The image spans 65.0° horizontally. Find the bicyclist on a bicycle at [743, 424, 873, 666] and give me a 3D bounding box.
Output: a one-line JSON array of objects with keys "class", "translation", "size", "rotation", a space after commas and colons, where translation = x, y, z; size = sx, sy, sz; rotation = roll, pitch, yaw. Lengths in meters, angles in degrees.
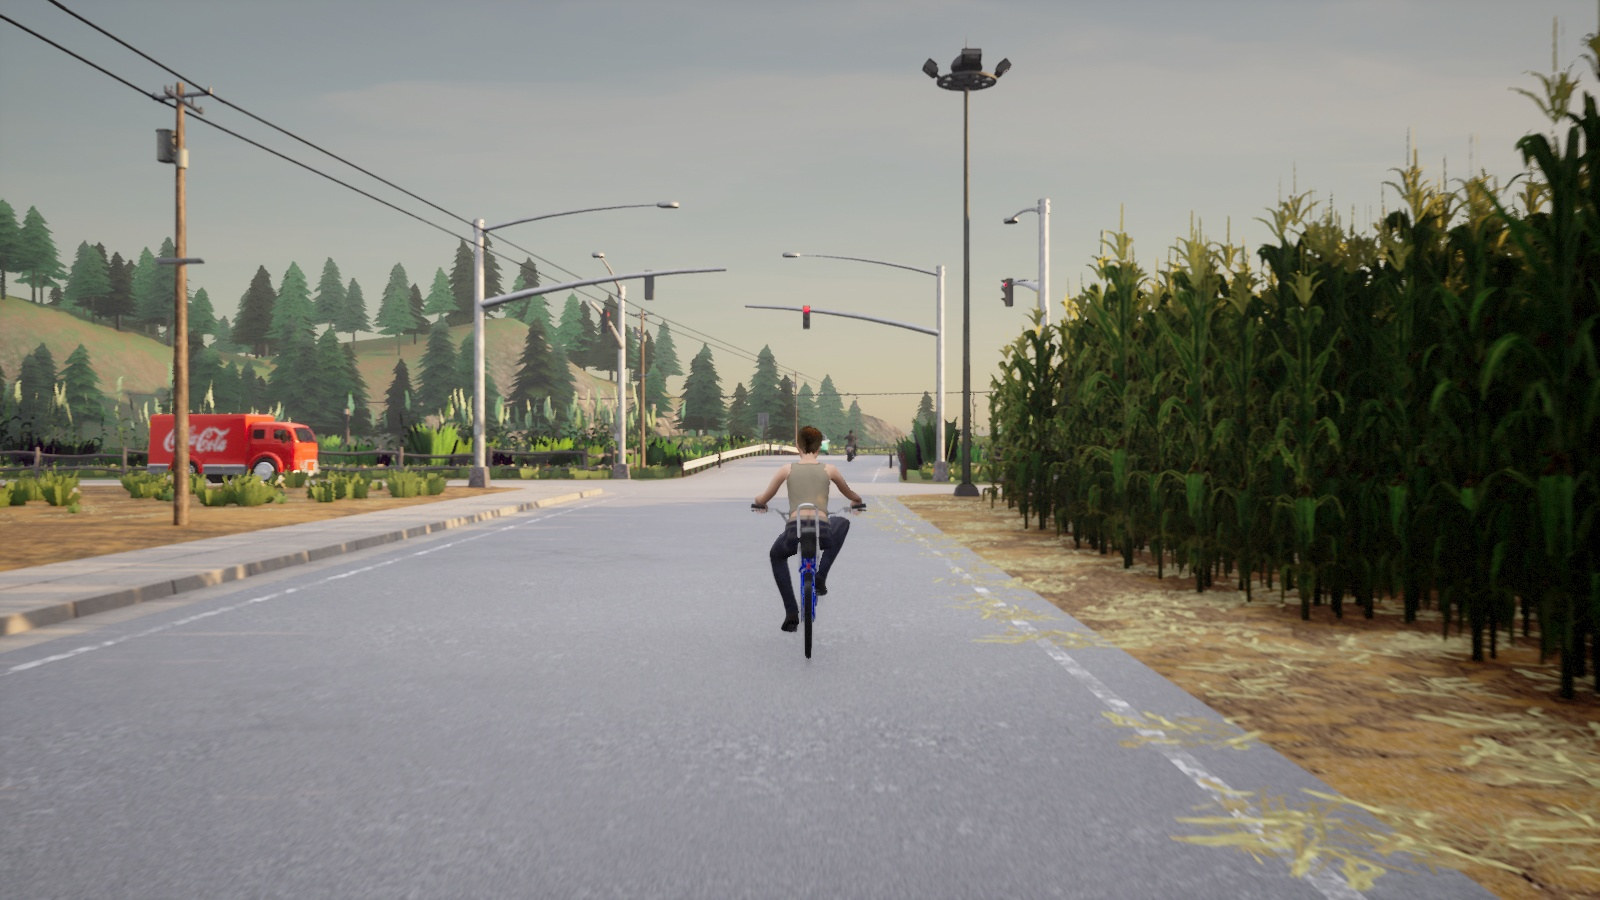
[{"class": "bicyclist on a bicycle", "translation": [0.062, 0.631, 9.119], "size": [0.866, 1.612, 1.509], "rotation": [0, 0, 1]}]

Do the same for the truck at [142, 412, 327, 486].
[{"class": "truck", "translation": [-19.555, -0.043, 43.609], "size": [5.204, 2.467, 2.627], "rotation": [0, 0, 3]}]
